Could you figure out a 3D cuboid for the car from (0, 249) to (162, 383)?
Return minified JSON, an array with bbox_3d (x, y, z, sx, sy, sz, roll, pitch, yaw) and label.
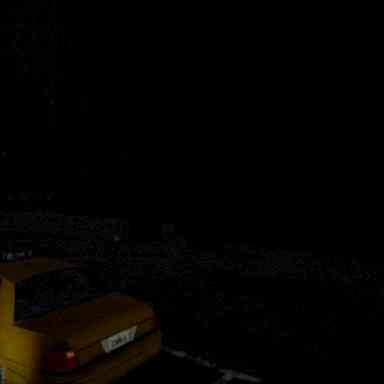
[{"bbox_3d":[-2.644,1.514,4.844,4.829,1.417,1.752,0,0,35],"label":"car"}]
